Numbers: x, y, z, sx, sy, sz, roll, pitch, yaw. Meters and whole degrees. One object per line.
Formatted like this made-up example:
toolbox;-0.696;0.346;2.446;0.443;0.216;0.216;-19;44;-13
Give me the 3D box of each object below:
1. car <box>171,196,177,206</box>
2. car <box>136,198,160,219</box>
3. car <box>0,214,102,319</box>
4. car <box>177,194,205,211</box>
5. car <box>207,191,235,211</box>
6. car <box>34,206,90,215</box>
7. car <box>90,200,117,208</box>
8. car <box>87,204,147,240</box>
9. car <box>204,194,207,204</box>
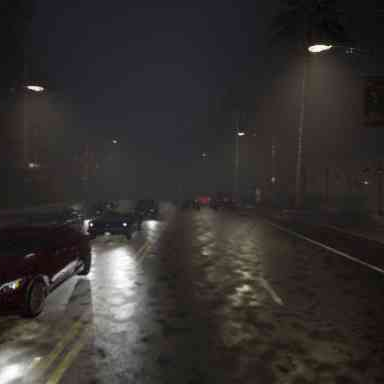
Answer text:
car;-1.689;1.194;47.059;2.033;1.411;5.357;0;0;-12
car;-3.675;1.303;26.860;1.837;1.490;4.892;0;0;0
car;-3.605;1.470;7.389;1.812;1.442;4.674;0;0;0
car;-0.201;1.221;35.985;2.128;1.511;4.902;0;0;-4
car;3.284;0.948;36.371;2.150;2.045;5.566;0;0;-4
car;-7.127;1.433;17.369;1.994;1.385;4.181;0;0;1
car;-7.182;1.358;27.388;1.994;1.385;4.181;0;0;0
car;-3.629;1.477;16.494;1.895;1.301;4.718;0;0;0
car;1.850;0.996;47.258;2.097;1.767;4.553;0;0;-12
